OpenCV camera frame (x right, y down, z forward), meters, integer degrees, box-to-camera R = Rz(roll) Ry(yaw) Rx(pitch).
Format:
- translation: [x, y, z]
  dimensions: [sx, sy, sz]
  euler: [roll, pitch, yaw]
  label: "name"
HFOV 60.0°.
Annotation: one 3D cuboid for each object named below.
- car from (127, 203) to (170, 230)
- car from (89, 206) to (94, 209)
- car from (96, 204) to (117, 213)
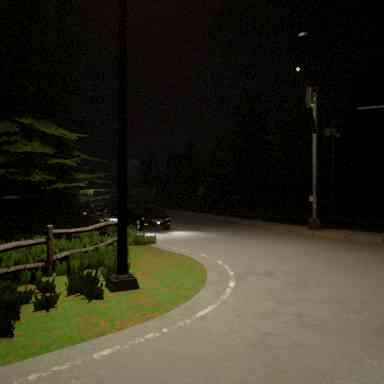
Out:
- translation: [-2.892, 1.478, 20.722]
  dimensions: [1.837, 1.490, 4.892]
  euler: [0, 0, -25]
  label: "car"
- translation: [-11.224, 1.499, 39.098]
  dimensions: [1.812, 1.442, 4.674]
  euler: [0, 0, -24]
  label: "car"
- translation: [-7.047, 1.537, 29.766]
  dimensions: [1.994, 1.385, 4.181]
  euler: [0, 0, -24]
  label: "car"
